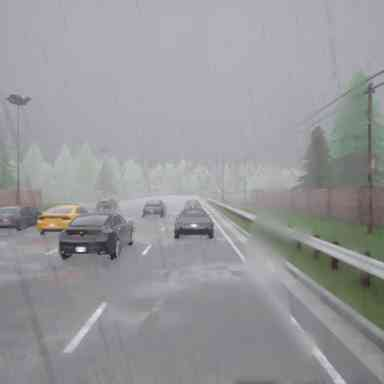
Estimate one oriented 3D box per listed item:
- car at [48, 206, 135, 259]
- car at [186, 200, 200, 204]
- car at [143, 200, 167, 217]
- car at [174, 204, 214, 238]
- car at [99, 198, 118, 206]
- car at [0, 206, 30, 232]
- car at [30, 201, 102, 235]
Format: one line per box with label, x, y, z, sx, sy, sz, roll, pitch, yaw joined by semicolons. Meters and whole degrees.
car;-3.403;1.508;12.607;1.837;1.490;4.892;0;0;0
car;0.091;1.558;36.116;2.033;1.411;5.357;0;0;0
car;-3.406;1.501;30.958;2.128;1.511;4.902;0;0;0
car;0.096;1.569;17.813;1.994;1.385;4.181;0;0;0
car;-10.407;1.516;41.120;1.837;1.490;4.892;0;0;0
car;-10.403;1.553;20.041;2.033;1.411;5.357;0;0;0
car;-6.904;1.483;18.866;1.882;1.535;5.008;0;0;0
